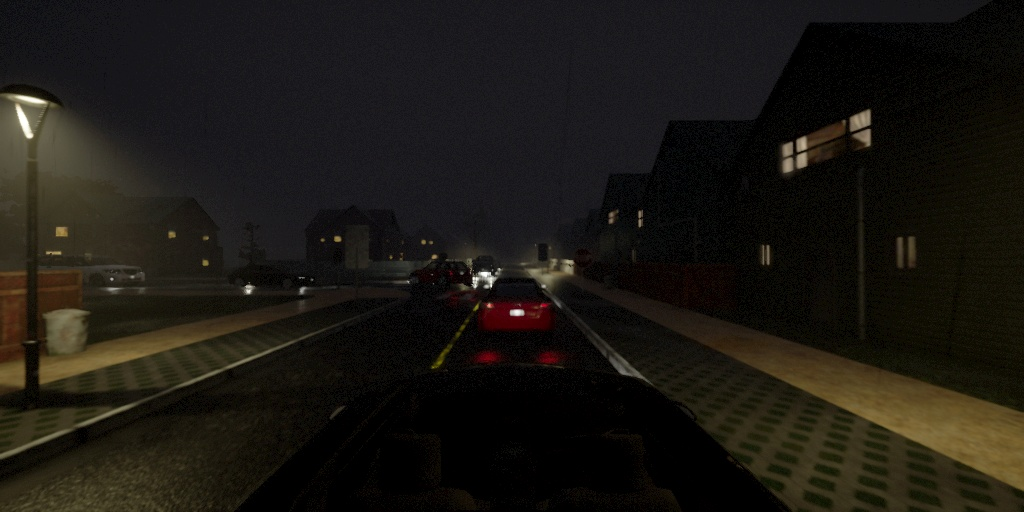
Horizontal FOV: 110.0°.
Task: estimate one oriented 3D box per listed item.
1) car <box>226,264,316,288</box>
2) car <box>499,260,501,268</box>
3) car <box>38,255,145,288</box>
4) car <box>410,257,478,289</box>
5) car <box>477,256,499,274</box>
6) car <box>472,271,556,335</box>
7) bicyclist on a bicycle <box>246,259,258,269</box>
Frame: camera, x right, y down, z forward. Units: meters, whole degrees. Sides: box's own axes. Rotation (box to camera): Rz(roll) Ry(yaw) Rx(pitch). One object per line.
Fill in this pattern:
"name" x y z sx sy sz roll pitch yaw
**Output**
"car" -14.758 1.230 22.112 4.892 1.490 1.837 0 -1 0
"car" -2.836 1.234 47.560 2.128 1.511 4.902 0 0 0
"car" -26.098 0.942 22.038 5.566 2.045 2.150 0 -1 0
"car" -4.691 1.096 23.403 4.553 1.767 2.097 0 0 41
"car" -2.842 0.964 37.774 2.150 2.045 5.566 0 0 0
"car" 0.104 1.310 10.456 1.994 1.385 4.181 0 0 0
"bicyclist on a bicycle" -20.211 1.087 27.934 0.582 1.620 1.656 0 0 0
